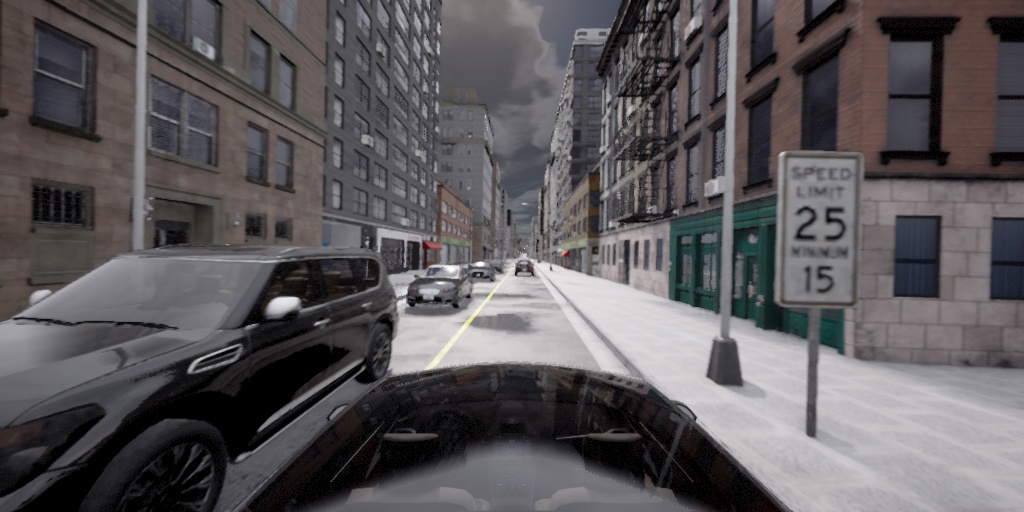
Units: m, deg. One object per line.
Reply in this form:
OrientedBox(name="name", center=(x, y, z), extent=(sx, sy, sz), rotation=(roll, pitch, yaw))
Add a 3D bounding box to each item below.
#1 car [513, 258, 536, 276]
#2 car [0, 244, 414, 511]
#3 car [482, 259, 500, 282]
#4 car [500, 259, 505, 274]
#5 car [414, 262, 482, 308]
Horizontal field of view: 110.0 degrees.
OrientedBox(name="car", center=(1.232, 1.116, 35.397), extent=(1.812, 1.442, 4.674), rotation=(1, 0, 2))
OrientedBox(name="car", center=(-3.070, 0.888, 3.979), extent=(2.150, 2.045, 5.566), rotation=(1, 0, 2))
OrientedBox(name="car", center=(-2.261, 1.117, 26.684), extent=(1.994, 1.385, 4.181), rotation=(1, 0, 2))
OrientedBox(name="car", center=(-1.793, 1.070, 37.551), extent=(1.837, 1.490, 4.892), rotation=(1, 0, 2))
OrientedBox(name="car", center=(-2.705, 1.105, 14.442), extent=(2.128, 1.511, 4.902), rotation=(1, 0, 2))
